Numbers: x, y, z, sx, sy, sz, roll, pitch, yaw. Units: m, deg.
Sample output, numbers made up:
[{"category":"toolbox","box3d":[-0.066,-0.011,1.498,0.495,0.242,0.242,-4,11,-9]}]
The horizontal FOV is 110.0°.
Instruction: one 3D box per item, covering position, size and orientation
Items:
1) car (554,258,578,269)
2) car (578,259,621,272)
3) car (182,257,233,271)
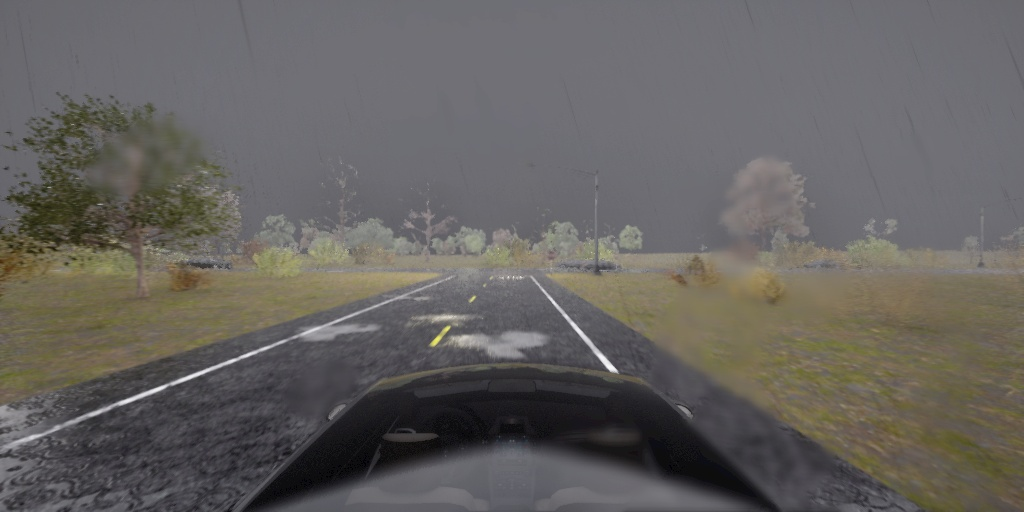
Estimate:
[{"category":"car","box3d":[8.388,1.092,50.266,4.902,1.511,2.128,0,0,-2]},{"category":"car","box3d":[10.784,1.143,43.325,4.674,1.442,1.812,0,0,-2]},{"category":"car","box3d":[-35.631,0.900,42.015,5.008,1.535,1.882,0,0,-2]}]
